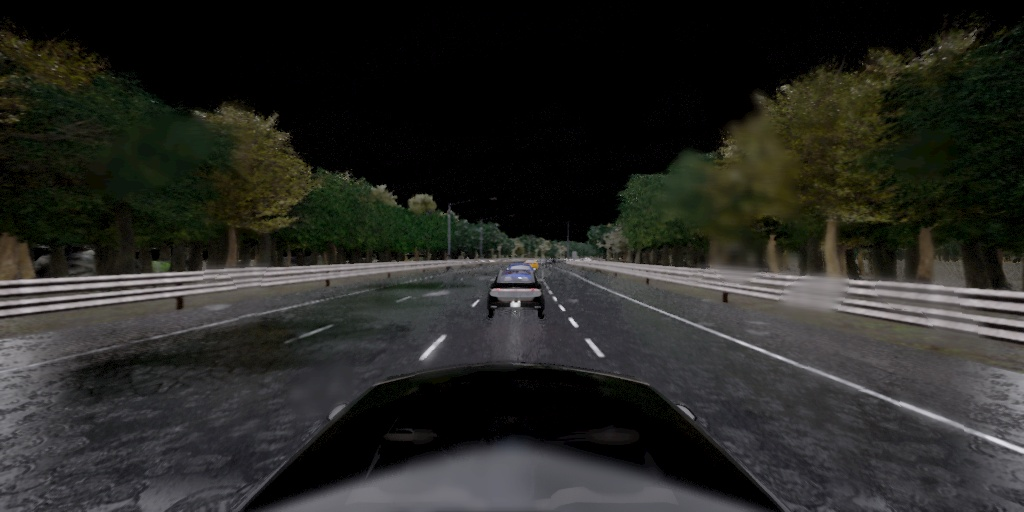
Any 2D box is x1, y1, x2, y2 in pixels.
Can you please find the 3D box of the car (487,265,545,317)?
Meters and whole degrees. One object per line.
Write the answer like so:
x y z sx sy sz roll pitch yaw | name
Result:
0.168 1.244 13.150 2.128 1.511 4.902 0 0 2 | car

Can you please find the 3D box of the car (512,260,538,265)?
0.619 1.252 24.858 1.882 1.535 5.008 0 0 3 | car

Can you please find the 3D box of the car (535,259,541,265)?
2.820 1.273 52.276 1.882 1.535 5.008 0 0 6 | car
